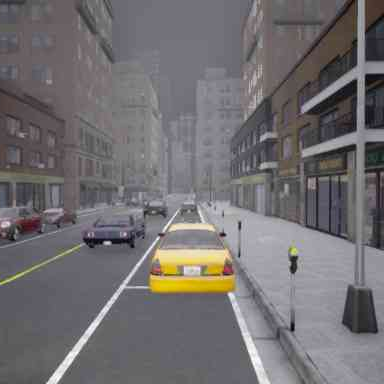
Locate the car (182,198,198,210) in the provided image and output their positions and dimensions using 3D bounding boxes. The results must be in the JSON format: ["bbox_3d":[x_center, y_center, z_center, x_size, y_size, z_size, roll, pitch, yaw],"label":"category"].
[{"bbox_3d":[-0.278,1.542,44.111,1.947,1.339,4.313,-1,0,0],"label":"car"}]

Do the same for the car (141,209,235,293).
[{"bbox_3d":[0.004,1.454,8.842,1.801,1.575,5.366,0,0,0],"label":"car"}]

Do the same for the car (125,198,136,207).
[{"bbox_3d":[-8.822,1.516,49.695,1.887,1.381,4.507,-1,0,0],"label":"car"}]

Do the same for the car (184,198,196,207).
[{"bbox_3d":[-0.276,1.553,49.696,1.802,1.307,4.206,-1,0,0],"label":"car"}]

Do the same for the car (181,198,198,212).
[{"bbox_3d":[-0.279,1.507,38.694,1.752,1.417,4.829,-1,0,0],"label":"car"}]

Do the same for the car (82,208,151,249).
[{"bbox_3d":[-3.146,1.613,14.595,1.895,1.301,4.718,0,0,0],"label":"car"}]

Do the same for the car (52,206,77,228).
[{"bbox_3d":[-8.822,1.574,21.767,1.802,1.307,4.206,-1,0,0],"label":"car"}]

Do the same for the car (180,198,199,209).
[{"bbox_3d":[-0.280,1.537,32.939,2.008,1.369,4.403,-1,0,0],"label":"car"}]

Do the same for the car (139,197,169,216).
[{"bbox_3d":[-3.146,1.474,29.565,1.882,1.535,5.008,0,0,0],"label":"car"}]

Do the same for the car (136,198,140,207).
[{"bbox_3d":[-6.146,1.495,47.566,2.128,1.511,4.902,0,0,0],"label":"car"}]

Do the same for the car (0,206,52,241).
[{"bbox_3d":[-8.823,1.435,16.181,1.967,1.590,4.097,-1,0,0],"label":"car"}]
